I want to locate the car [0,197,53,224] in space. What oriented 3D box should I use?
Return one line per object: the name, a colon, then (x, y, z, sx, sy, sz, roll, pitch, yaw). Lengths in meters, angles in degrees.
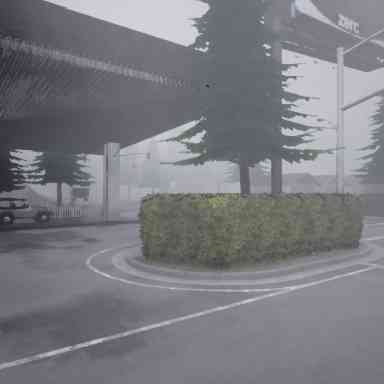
car: (-12.015, 1.313, 23.453, 3.866, 1.878, 1.905, 0, 0, -36)
